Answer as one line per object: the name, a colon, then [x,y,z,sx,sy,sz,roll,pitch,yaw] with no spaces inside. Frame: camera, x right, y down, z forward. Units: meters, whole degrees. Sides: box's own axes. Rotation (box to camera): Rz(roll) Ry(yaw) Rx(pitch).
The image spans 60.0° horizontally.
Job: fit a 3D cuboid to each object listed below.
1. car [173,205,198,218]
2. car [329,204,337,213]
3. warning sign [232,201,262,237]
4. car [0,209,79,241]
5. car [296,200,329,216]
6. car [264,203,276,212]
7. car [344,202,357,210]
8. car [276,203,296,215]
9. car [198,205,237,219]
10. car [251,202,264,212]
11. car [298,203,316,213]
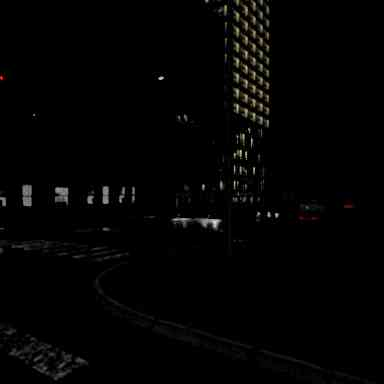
car: [0.036,2.117,37.404,2.033,1.411,5.357,0,-1,33]
car: [21.754,2.591,53.030,1.994,1.385,4.181,0,-1,33]
warning sign: [3.068,1.451,18.571,1.300,1.860,1.060,1,1,33]
car: [-8.490,1.706,18.085,1.837,1.490,4.892,0,-1,33]
car: [16.031,2.060,44.041,2.150,2.045,5.566,0,-1,35]
car: [13.584,2.507,52.330,2.033,1.411,5.357,0,-1,33]
car: [31.303,2.784,65.817,1.882,1.535,5.008,0,-1,33]
car: [13.730,2.411,46.440,1.994,1.385,4.181,0,-1,33]
car: [3.150,2.134,36.238,2.033,1.411,5.357,0,-1,33]
car: [10.834,2.457,54.063,1.837,1.490,4.892,0,-1,33]
car: [19.019,2.547,54.785,1.812,1.442,4.674,0,-1,33]
